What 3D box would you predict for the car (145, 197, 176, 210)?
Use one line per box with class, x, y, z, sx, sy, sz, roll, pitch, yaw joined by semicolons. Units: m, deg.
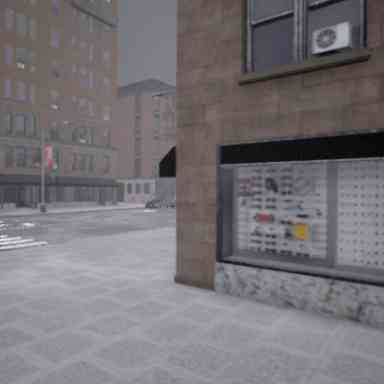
car;-3.220;1.246;36.860;1.994;1.385;4.181;0;1;35
